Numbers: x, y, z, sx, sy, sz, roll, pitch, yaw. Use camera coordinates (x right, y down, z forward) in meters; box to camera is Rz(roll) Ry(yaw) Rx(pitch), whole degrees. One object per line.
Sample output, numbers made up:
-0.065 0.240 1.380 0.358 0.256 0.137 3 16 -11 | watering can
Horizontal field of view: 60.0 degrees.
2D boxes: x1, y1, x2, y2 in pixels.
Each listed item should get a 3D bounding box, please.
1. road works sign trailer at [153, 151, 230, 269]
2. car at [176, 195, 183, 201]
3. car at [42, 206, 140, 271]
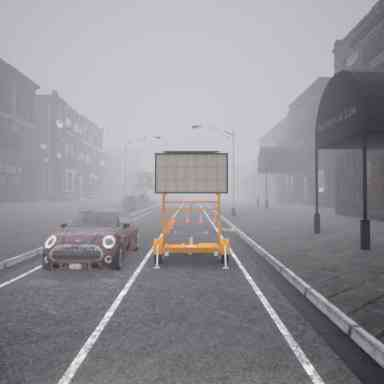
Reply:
-0.018 0.443 11.091 2.380 3.560 2.880 0 0 0 | road works sign trailer
-3.270 1.572 89.565 2.033 1.411 5.357 0 0 0 | car
-3.031 1.331 10.854 2.097 1.767 4.553 0 0 0 | car
